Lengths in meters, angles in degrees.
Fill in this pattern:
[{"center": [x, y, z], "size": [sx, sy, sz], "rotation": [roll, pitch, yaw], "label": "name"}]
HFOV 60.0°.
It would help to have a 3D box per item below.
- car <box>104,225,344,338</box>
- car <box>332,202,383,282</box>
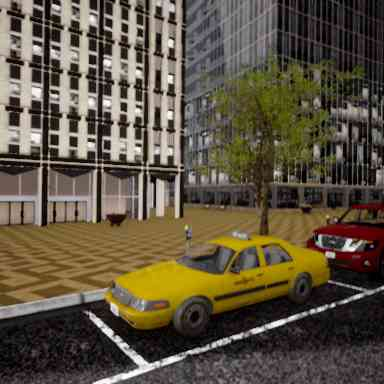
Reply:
[{"center": [0.768, 1.503, 6.573], "size": [4.829, 1.417, 1.752], "rotation": [0, 1, -35], "label": "car"}, {"center": [5.607, 1.263, 9.834], "size": [5.009, 1.841, 2.192], "rotation": [0, 1, -34], "label": "car"}]
